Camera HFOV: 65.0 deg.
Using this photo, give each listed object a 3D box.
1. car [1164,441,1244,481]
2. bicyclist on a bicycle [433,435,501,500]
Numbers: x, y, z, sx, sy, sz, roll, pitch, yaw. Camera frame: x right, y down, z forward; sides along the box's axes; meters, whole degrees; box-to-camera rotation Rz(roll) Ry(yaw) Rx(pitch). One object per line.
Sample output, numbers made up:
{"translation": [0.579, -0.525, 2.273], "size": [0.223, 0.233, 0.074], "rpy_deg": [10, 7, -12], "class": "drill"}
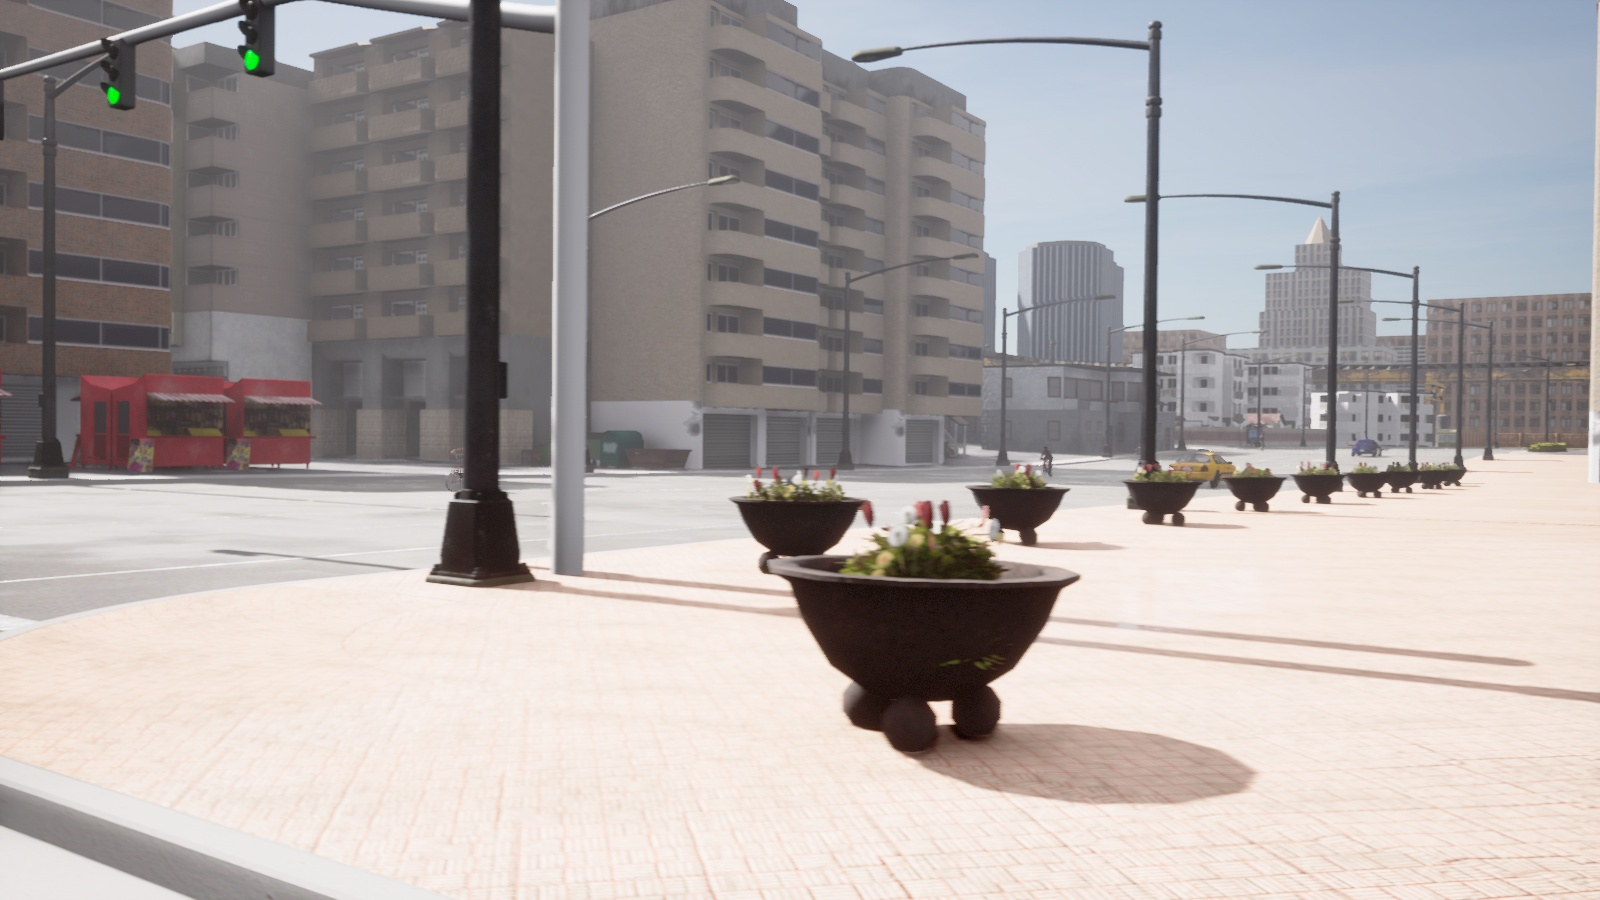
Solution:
{"translation": [16.797, 0.421, 52.081], "size": [1.801, 1.575, 5.366], "rpy_deg": [0, 0, 33], "class": "car"}
{"translation": [-8.582, 0.435, 32.428], "size": [0.866, 1.612, 1.509], "rpy_deg": [0, 0, 33], "class": "bicyclist on a bicycle"}
